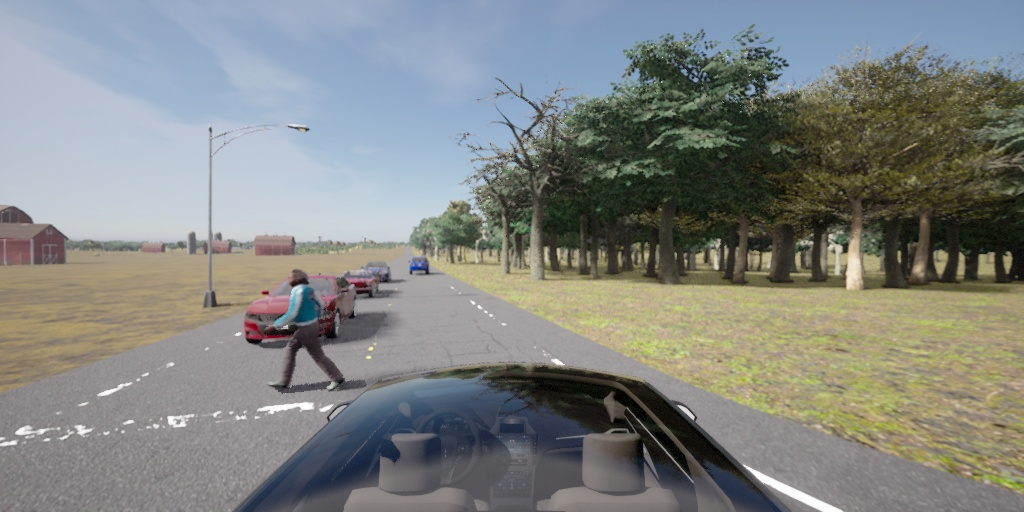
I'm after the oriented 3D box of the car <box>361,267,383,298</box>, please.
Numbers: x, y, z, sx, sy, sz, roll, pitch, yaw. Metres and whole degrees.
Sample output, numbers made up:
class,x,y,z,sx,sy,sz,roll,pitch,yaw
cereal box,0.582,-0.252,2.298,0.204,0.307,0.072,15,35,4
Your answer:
class,x,y,z,sx,sy,sz,roll,pitch,yaw
car,-8.228,1.440,19.184,1.895,1.301,4.718,0,0,-16

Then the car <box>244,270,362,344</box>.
class,x,y,z,sx,sy,sz,roll,pitch,yaw
car,-5.657,1.276,10.167,1.882,1.535,5.008,0,0,-16

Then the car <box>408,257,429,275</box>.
class,x,y,z,sx,sy,sz,roll,pitch,yaw
car,-10.907,1.101,42.086,2.150,2.045,5.566,0,0,-16

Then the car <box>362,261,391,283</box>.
class,x,y,z,sx,sy,sz,roll,pitch,yaw
car,-11.024,1.221,29.088,2.097,1.767,4.553,0,0,-15

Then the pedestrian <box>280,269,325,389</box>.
class,x,y,z,sx,sy,sz,roll,pitch,yaw
pedestrian,-3.059,1.066,5.245,0.375,1.860,0.375,-2,2,-16
